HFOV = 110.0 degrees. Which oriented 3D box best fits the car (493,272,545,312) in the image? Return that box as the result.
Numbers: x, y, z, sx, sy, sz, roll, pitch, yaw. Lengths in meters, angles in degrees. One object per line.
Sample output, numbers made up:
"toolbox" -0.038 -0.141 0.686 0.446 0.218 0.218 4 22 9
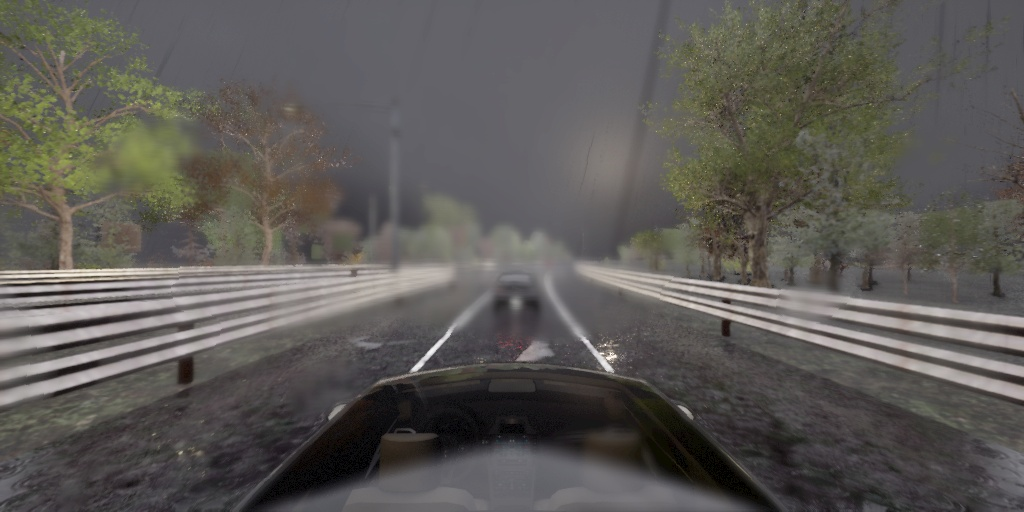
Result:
"car" 0.279 1.397 15.002 1.837 1.490 4.892 0 0 3
